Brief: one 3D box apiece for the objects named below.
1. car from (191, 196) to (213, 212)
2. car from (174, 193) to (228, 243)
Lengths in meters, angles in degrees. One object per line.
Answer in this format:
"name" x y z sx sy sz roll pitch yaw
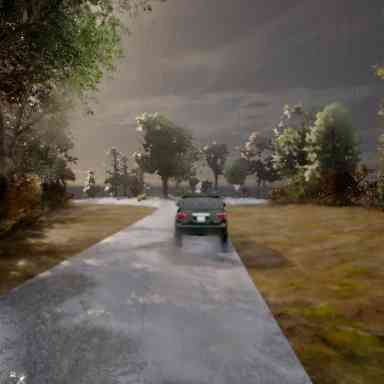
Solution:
"car" 1.076 1.133 32.979 1.994 1.385 4.181 0 1 4
"car" 0.409 1.056 15.227 2.150 2.045 5.566 0 1 2
